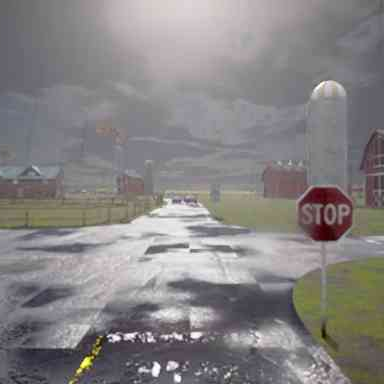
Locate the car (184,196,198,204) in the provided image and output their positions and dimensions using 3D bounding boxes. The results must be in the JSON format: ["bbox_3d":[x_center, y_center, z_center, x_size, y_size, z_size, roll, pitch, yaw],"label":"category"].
[{"bbox_3d":[-0.043,1.474,61.677,1.837,1.490,4.892,0,0,-2],"label":"car"}]

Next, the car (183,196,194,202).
[{"bbox_3d":[-0.707,1.485,71.807,1.994,1.385,4.181,0,0,-6],"label":"car"}]

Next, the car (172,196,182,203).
[{"bbox_3d":[-2.981,1.438,65.795,1.882,1.535,5.008,0,0,-2],"label":"car"}]
